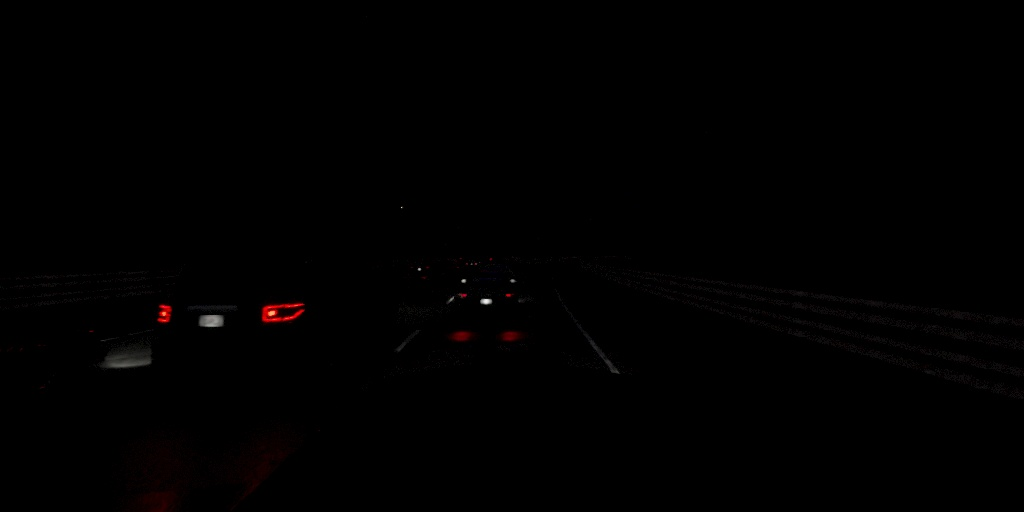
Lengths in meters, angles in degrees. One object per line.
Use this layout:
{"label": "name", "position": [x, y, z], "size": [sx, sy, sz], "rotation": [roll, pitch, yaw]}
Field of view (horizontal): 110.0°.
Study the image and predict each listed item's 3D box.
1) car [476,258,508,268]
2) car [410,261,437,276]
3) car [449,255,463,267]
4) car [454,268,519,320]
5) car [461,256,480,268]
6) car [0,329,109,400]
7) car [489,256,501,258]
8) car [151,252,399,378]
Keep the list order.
{"label": "car", "position": [-1.292, 1.145, 25.462], "size": [1.882, 1.535, 5.008], "rotation": [0, 0, -2]}
{"label": "car", "position": [-8.521, 1.176, 34.712], "size": [1.994, 1.385, 4.181], "rotation": [0, 0, -2]}
{"label": "car", "position": [-9.606, 1.045, 60.786], "size": [1.882, 1.535, 5.008], "rotation": [0, 0, -3]}
{"label": "car", "position": [-0.823, 1.283, 12.422], "size": [1.994, 1.385, 4.181], "rotation": [0, 0, -2]}
{"label": "car", "position": [-5.557, 1.133, 50.488], "size": [2.033, 1.411, 5.357], "rotation": [0, 0, -3]}
{"label": "car", "position": [-7.451, 1.271, 3.313], "size": [2.033, 1.411, 5.357], "rotation": [0, 0, -2]}
{"label": "car", "position": [-2.530, 1.095, 57.117], "size": [1.837, 1.490, 4.892], "rotation": [0, 0, -3]}
{"label": "car", "position": [-4.088, 0.945, 7.442], "size": [2.150, 2.045, 5.566], "rotation": [0, 0, -2]}
